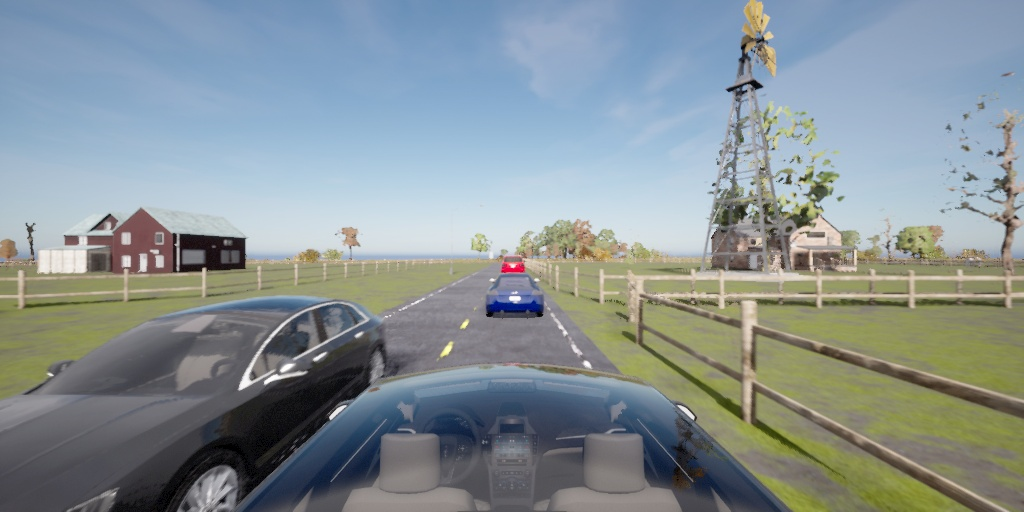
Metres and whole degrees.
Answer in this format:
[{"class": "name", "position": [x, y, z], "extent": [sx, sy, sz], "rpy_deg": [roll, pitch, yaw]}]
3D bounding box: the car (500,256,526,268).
[{"class": "car", "position": [0.092, 0.981, 33.113], "extent": [2.150, 2.045, 5.566], "rpy_deg": [0, 0, 0]}]

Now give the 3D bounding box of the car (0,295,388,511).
[{"class": "car", "position": [-2.852, 1.256, 3.767], "extent": [1.837, 1.490, 4.892], "rpy_deg": [0, 0, 0]}]

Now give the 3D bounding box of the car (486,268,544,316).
[{"class": "car", "position": [0.095, 1.319, 13.397], "extent": [1.994, 1.385, 4.181], "rpy_deg": [0, 0, 0]}]
